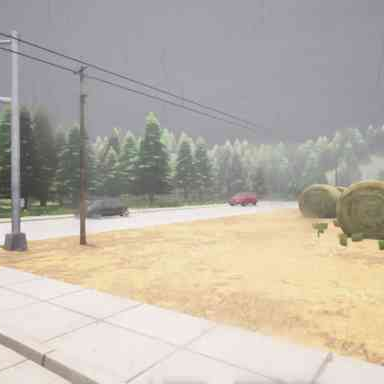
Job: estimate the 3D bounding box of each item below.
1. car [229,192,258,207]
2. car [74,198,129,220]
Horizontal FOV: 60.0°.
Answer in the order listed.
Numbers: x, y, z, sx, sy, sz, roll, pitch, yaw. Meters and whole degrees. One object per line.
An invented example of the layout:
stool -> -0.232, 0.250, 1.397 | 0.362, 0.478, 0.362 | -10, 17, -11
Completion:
car -> 7.447, 1.076, 47.877 | 2.150, 2.045, 5.566 | 0, 0, 37
car -> -7.549, 1.340, 27.842 | 2.097, 1.767, 4.553 | 0, 0, 37
